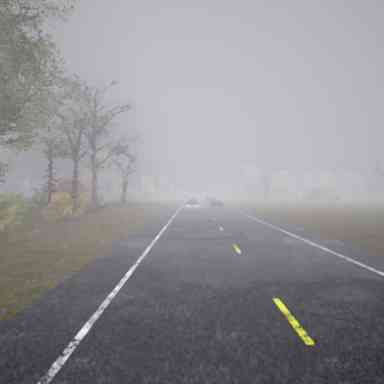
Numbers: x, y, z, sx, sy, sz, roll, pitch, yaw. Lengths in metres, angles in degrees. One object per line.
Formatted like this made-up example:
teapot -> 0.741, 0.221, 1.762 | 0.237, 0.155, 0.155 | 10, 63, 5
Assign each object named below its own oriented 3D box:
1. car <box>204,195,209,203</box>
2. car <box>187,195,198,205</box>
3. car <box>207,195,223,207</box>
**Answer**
car -> 3.680, 1.370, 70.235 | 2.097, 1.767, 4.553 | 0, 0, 0
car -> 0.123, 1.608, 58.745 | 1.895, 1.301, 4.718 | 0, 0, 1
car -> 3.733, 1.617, 52.165 | 1.895, 1.301, 4.718 | 0, 0, 0
